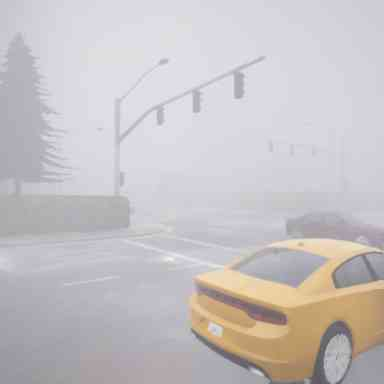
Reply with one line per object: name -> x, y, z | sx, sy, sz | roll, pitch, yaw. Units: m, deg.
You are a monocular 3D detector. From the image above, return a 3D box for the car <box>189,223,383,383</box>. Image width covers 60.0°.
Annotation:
car -> 2.293, 1.516, 5.426 | 5.008, 1.535, 1.882 | 1, 0, -36

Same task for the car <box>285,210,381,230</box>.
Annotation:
car -> 6.521, 1.600, 14.864 | 1.882, 1.535, 5.008 | 1, 0, -35

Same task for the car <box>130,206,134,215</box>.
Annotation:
car -> -7.957, 1.715, 35.435 | 1.895, 1.301, 4.718 | 1, 0, -35
